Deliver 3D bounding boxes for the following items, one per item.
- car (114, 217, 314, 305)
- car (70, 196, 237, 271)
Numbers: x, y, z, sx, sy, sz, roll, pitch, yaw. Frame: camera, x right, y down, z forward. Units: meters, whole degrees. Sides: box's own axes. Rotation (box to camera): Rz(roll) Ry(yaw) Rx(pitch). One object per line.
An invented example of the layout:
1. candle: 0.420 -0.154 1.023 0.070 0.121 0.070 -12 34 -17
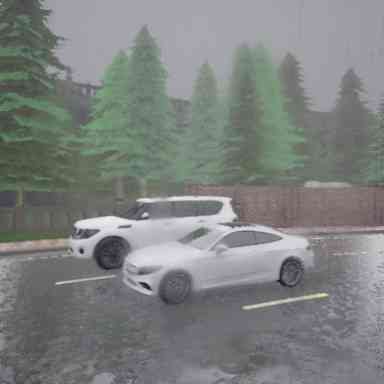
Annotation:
1. car: 0.748 1.481 7.902 4.674 1.442 1.812 0 0 -24
2. car: -1.065 1.161 10.941 5.566 2.045 2.150 0 0 -25
